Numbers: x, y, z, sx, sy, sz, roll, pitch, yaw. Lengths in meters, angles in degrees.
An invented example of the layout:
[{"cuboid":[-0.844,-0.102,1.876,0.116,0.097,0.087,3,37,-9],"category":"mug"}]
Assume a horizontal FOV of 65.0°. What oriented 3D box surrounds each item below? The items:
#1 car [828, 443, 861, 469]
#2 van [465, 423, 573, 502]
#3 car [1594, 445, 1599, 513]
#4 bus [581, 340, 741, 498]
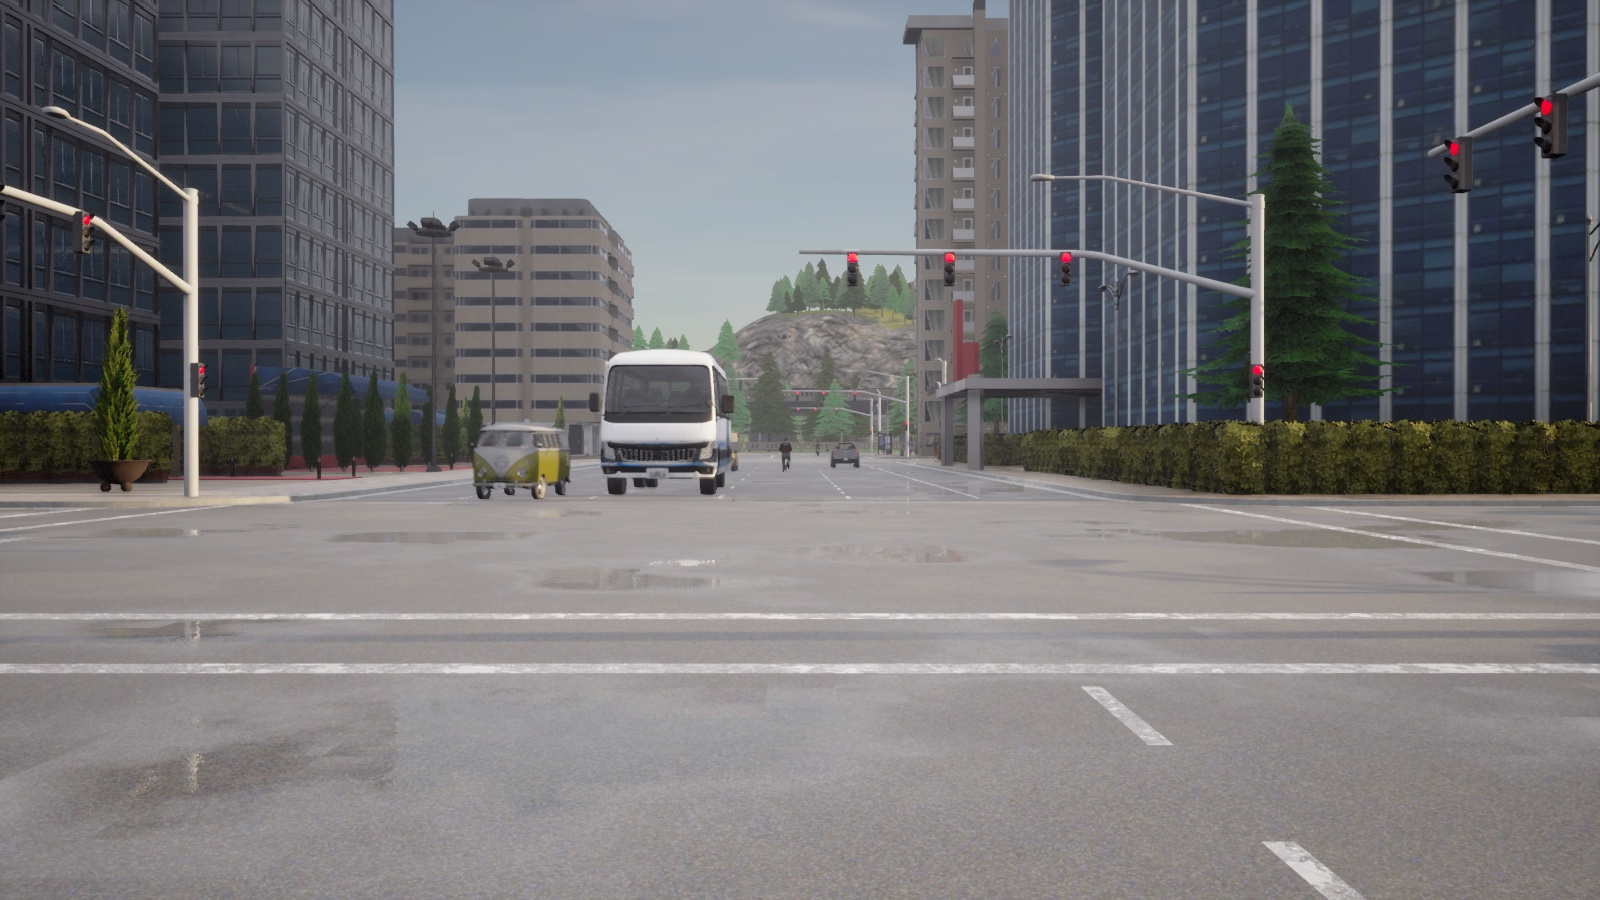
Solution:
[{"cuboid":[2.682,0.333,76.092,1.845,1.501,3.633,0,0,-1],"category":"car"},{"cuboid":[-7.534,0.302,34.069,1.775,1.987,4.442,0,0,2],"category":"van"},{"cuboid":[19.467,0.626,26.555,4.193,1.474,1.816,0,0,0],"category":"car"},{"cuboid":[-3.981,-0.853,38.986,3.944,4.253,10.273,0,0,-1],"category":"bus"}]
